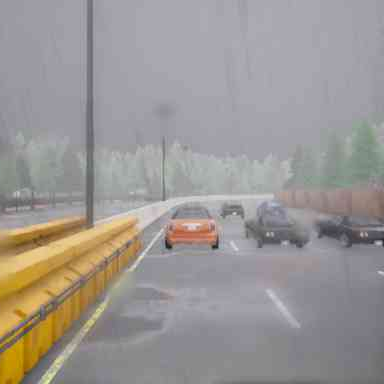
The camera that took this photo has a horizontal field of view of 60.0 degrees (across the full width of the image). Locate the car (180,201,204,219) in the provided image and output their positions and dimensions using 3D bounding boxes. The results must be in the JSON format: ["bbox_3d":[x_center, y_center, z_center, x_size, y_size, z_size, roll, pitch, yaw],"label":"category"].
[{"bbox_3d":[0.000,1.572,29.650,1.994,1.385,4.181,0,0,0],"label":"car"}]

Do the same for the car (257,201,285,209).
[{"bbox_3d":[7.000,1.533,29.650,1.812,1.442,4.674,0,0,0],"label":"car"}]

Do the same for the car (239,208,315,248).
[{"bbox_3d":[3.500,1.616,14.680,1.895,1.301,4.718,0,0,0],"label":"car"}]

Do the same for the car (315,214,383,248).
[{"bbox_3d":[7.000,1.616,14.680,1.895,1.301,4.718,0,0,0],"label":"car"}]

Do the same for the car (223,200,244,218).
[{"bbox_3d":[3.500,1.516,29.650,1.837,1.490,4.892,0,0,0],"label":"car"}]

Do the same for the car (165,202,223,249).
[{"bbox_3d":[0.000,1.366,14.620,2.097,1.767,4.553,0,0,0],"label":"car"}]
